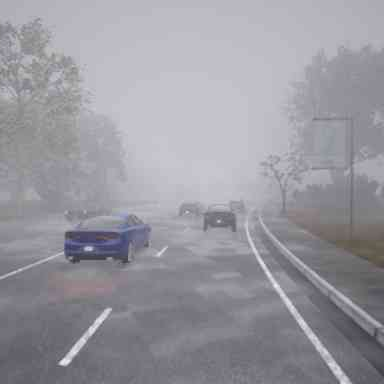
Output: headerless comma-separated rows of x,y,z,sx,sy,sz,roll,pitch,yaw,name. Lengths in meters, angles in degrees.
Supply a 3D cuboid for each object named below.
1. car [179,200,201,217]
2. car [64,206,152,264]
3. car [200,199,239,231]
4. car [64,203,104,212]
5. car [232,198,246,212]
0.025,1.491,31.172,1.837,1.490,4.892,0,0,11,car
-2.747,1.464,11.924,1.882,1.535,5.008,0,0,4,car
1.842,1.477,20.941,1.882,1.535,5.008,0,0,8,car
-8.130,1.557,26.326,1.895,1.301,4.718,0,0,9,car
5.183,1.484,38.868,2.128,1.511,4.902,0,0,12,car
